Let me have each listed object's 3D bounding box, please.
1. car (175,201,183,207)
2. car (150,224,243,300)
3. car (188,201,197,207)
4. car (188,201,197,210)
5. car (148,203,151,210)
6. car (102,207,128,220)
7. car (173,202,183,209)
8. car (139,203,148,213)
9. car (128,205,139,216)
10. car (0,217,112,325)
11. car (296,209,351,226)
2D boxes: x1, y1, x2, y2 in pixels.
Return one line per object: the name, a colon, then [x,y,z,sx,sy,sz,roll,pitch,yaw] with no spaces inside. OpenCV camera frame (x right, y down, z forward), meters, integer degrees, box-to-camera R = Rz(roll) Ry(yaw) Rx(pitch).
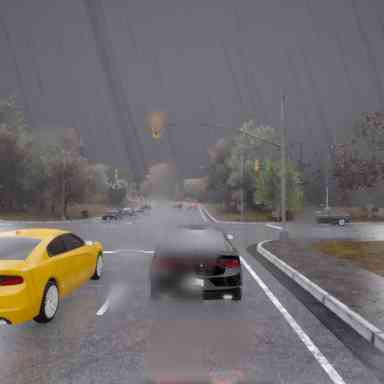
car: [-3.471,3.173,86.790,1.994,1.385,4.181,0,0,-3]
car: [0.098,1.566,8.579,1.882,1.535,5.008,0,-1,0]
car: [0.045,3.168,86.367,2.033,1.411,5.357,0,0,-3]
car: [0.131,3.047,76.210,2.097,1.767,4.553,0,0,0]
car: [-10.372,3.236,75.352,2.033,1.411,5.357,0,0,0]
car: [-10.535,3.005,44.796,2.033,1.411,5.357,0,-2,1]
car: [-3.370,3.189,76.721,1.837,1.490,4.892,0,0,0]
car: [-10.431,3.251,64.771,2.128,1.511,4.902,0,0,1]
car: [-10.491,3.215,54.667,1.812,1.442,4.674,0,-1,0]
car: [-3.408,1.543,7.336,1.882,1.535,5.008,0,-1,0]
car: [12.449,2.441,31.612,4.892,1.490,1.837,0,-2,0]
